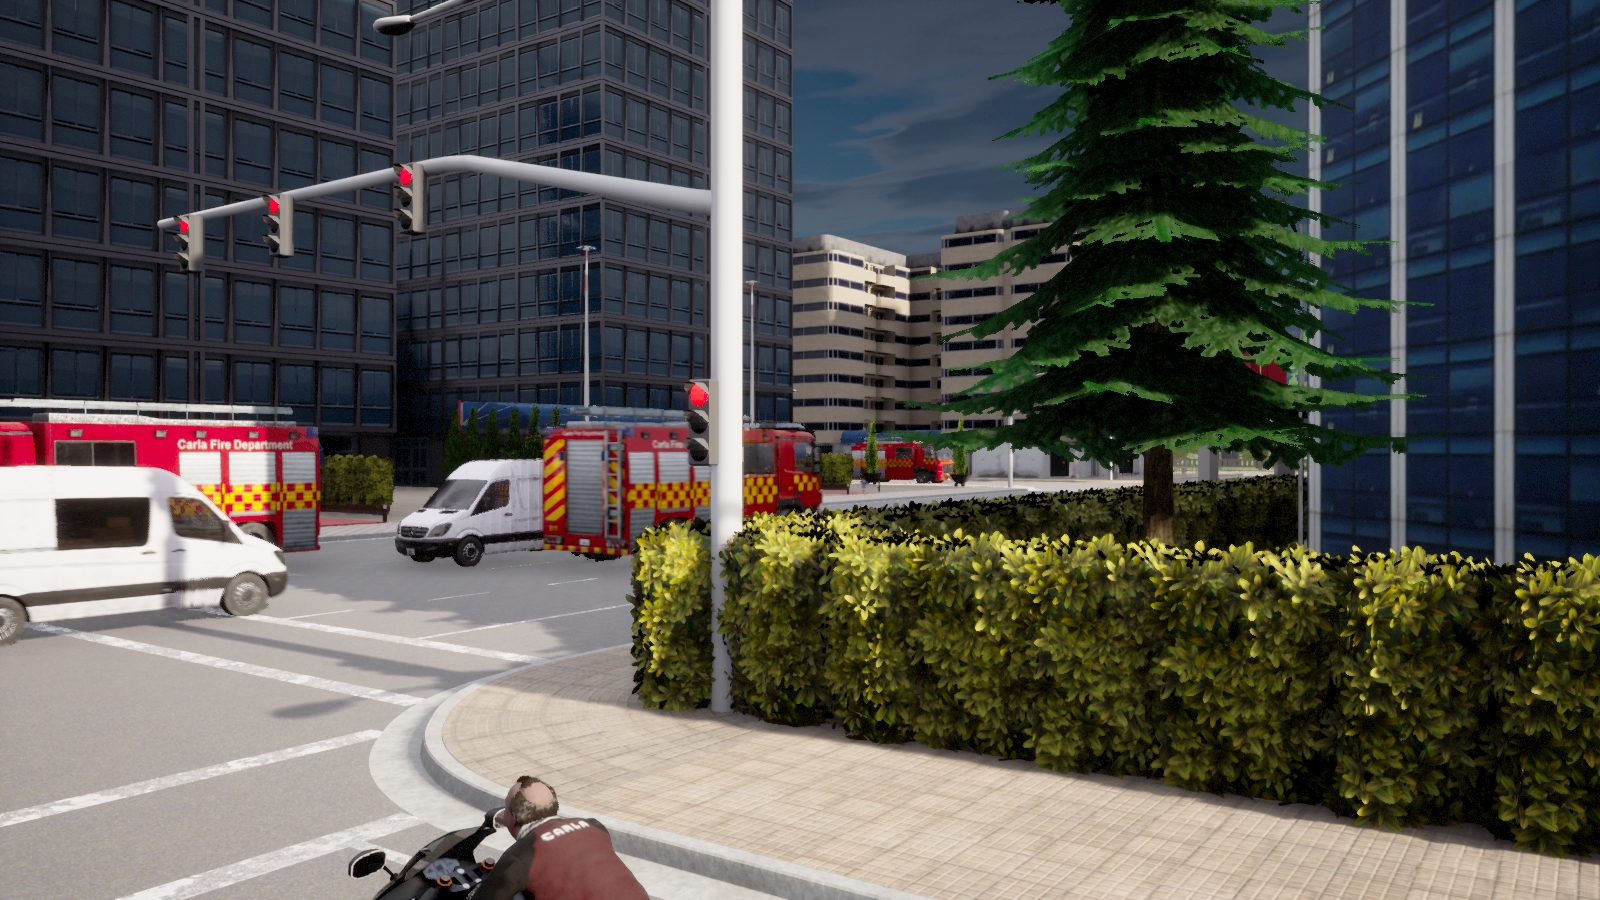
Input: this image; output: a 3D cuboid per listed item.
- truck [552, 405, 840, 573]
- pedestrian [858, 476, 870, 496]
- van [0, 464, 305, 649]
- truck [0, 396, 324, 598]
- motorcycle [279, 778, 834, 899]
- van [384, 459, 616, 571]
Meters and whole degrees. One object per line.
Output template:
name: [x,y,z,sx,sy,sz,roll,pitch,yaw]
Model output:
truck: [-2.445,0.889,30.426,2.891,3.827,8.468,0,0,35]
pedestrian: [3.694,2.074,65.791,0.500,1.100,0.500,0,0,33]
van: [-11.174,1.533,18.150,1.988,2.561,5.915,0,0,34]
truck: [-14.959,0.889,24.598,2.891,3.827,8.468,0,0,34]
motorcycle: [-1.027,2.205,4.504,2.209,1.251,0.867,0,0,35]
van: [-7.573,1.533,29.577,1.988,2.561,5.915,0,0,35]
